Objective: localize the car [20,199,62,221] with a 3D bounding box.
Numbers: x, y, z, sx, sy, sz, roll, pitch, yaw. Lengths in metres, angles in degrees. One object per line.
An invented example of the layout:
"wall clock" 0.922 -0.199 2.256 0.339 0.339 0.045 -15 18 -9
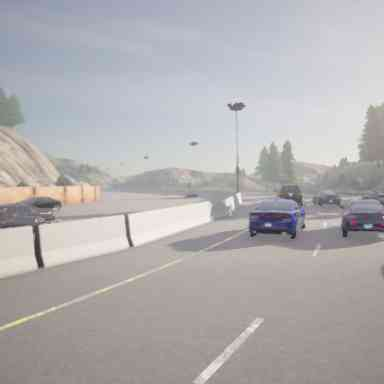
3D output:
"car" -10.116 1.366 18.147 2.033 1.411 5.357 -1 1 27

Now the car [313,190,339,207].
"car" 12.759 0.570 31.670 1.812 1.442 4.674 -1 1 11

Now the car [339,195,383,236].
"car" 7.579 1.050 14.620 1.812 1.442 4.674 -1 1 24

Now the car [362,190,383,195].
"car" 15.433 0.569 27.578 2.128 1.511 4.902 -1 1 13

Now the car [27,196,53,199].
"car" -13.401 1.139 28.564 1.882 1.535 5.008 -1 1 18

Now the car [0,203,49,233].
"car" -8.787 1.446 13.201 2.033 1.411 5.357 0 1 30

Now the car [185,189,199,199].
"car" -0.080 0.320 55.101 1.882 1.535 5.008 -1 1 -7

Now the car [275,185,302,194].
"car" 9.489 0.308 32.868 2.150 2.045 5.566 -1 1 11

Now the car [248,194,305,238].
"car" 3.981 1.067 15.103 1.882 1.535 5.008 -1 1 25
